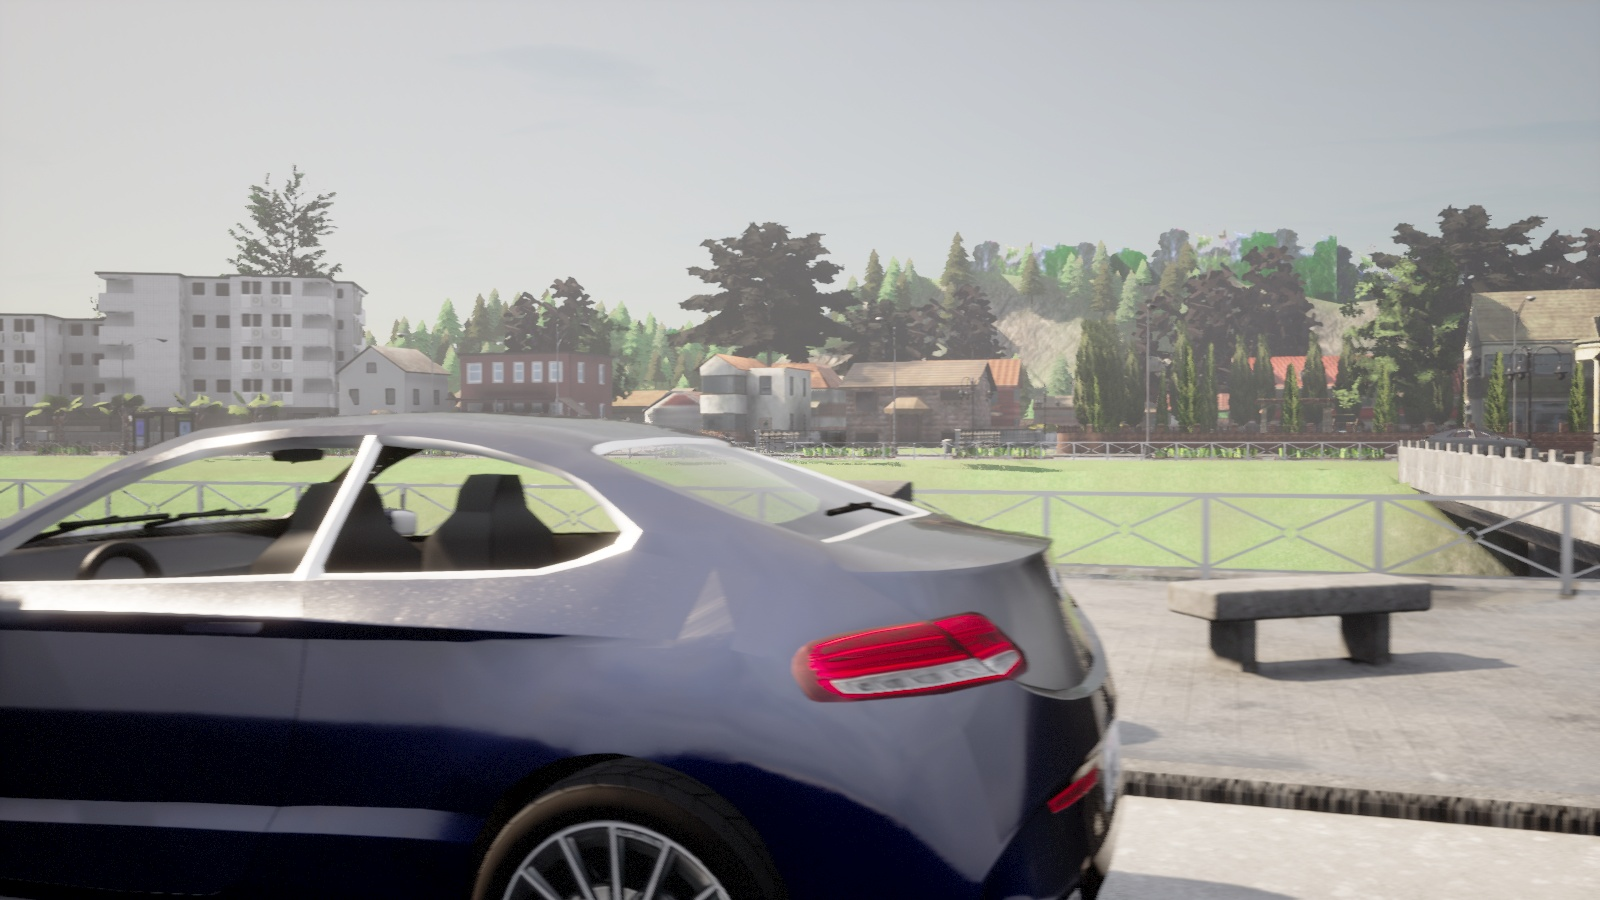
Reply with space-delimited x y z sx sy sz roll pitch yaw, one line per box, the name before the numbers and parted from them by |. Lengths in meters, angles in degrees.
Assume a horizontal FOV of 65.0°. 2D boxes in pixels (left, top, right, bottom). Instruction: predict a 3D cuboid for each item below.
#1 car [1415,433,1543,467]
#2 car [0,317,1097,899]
car | 31.388 -0.032 58.233 4.902 1.511 2.128 1 1 19
car | -1.667 0.530 4.277 5.027 1.651 2.152 1 1 19
